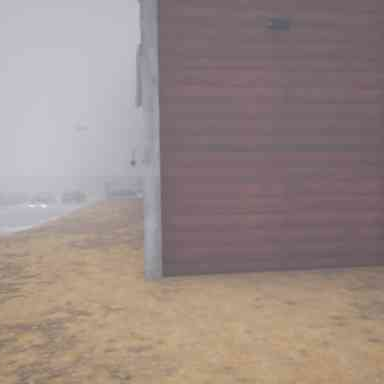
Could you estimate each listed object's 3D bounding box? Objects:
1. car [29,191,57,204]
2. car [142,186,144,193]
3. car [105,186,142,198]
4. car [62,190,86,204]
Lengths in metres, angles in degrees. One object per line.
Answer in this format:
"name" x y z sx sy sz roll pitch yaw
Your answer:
"car" -17.293 0.581 38.891 2.033 1.411 5.357 -1 2 -9
"car" -8.738 -0.312 59.988 1.837 1.490 4.892 -2 2 -20
"car" -10.593 0.080 50.541 2.033 1.411 5.357 0 2 35
"car" -13.573 0.482 38.410 2.128 1.511 4.902 -1 2 -7
